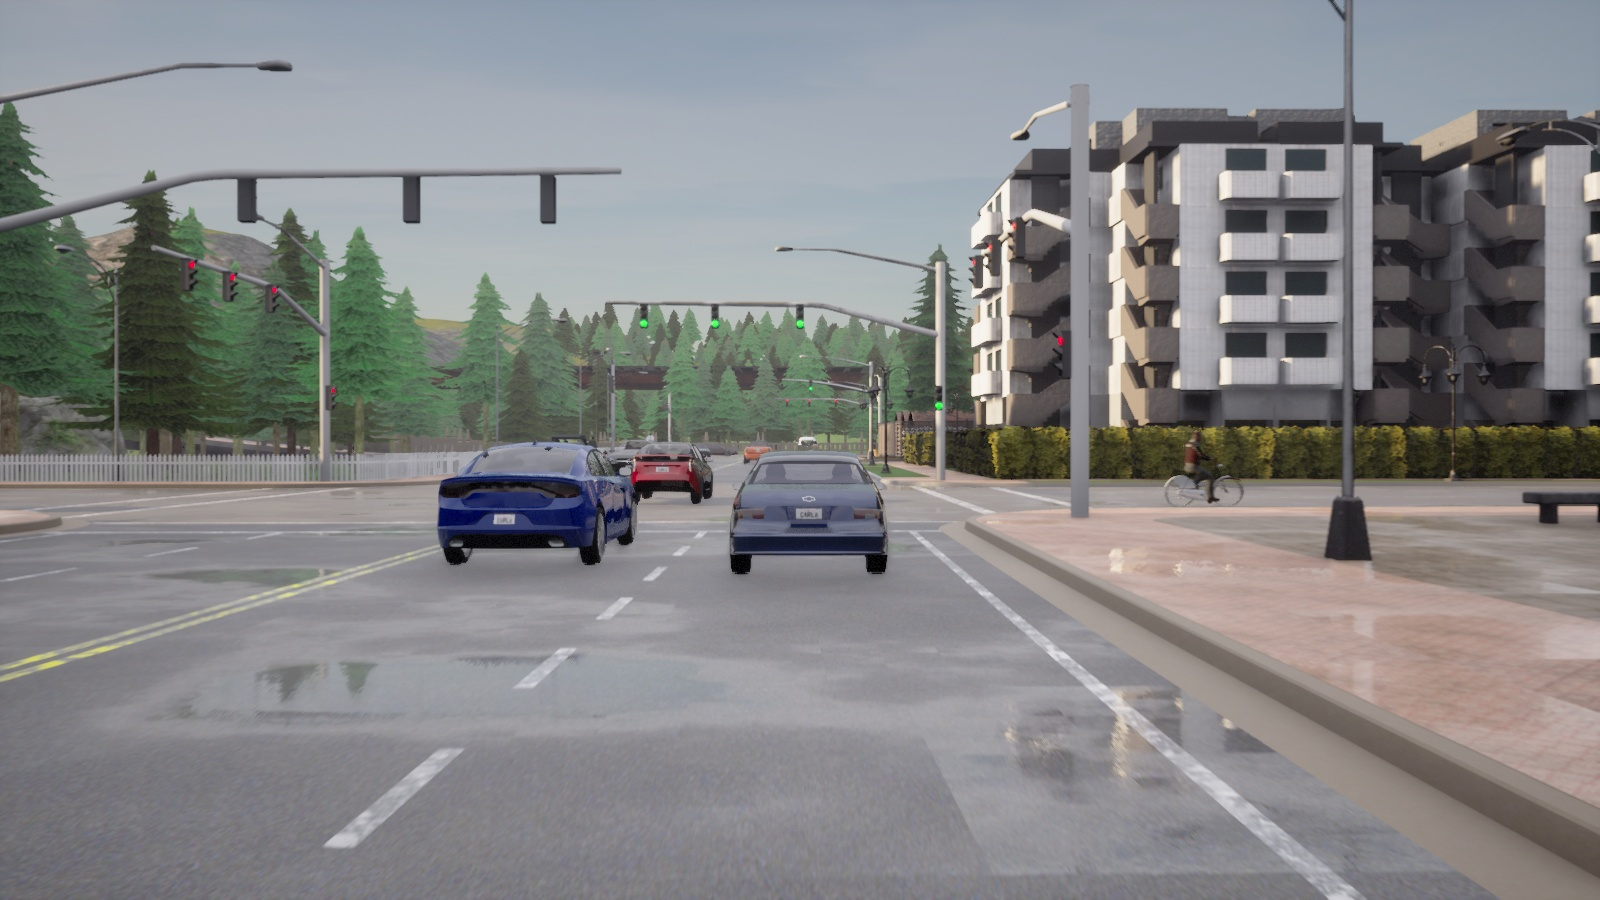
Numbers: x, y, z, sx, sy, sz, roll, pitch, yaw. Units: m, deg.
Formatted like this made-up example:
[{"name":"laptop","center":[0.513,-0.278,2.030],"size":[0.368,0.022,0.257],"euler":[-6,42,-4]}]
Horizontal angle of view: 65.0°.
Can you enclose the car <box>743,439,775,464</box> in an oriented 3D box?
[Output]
[{"name":"car","center":[-2.965,0.086,91.679],"size":[2.097,1.767,4.553],"euler":[0,0,0]}]

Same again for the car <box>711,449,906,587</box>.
[{"name":"car","center":[0.105,0.705,15.768],"size":[2.033,1.411,5.357],"euler":[0,0,0]}]

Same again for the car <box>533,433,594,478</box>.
[{"name":"car","center":[-10.177,0.228,54.353],"size":[1.905,1.878,3.866],"euler":[0,0,0]}]

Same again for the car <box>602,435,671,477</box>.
[{"name":"car","center":[-6.691,0.228,51.823],"size":[2.152,1.651,5.027],"euler":[0,0,0]}]

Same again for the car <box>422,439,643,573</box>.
[{"name":"car","center":[-3.389,0.626,16.939],"size":[1.882,1.535,5.008],"euler":[0,0,0]}]

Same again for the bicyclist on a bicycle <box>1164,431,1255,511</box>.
[{"name":"bicyclist on a bicycle","center":[9.266,0.464,28.439],"size":[1.843,1.776,0.659],"euler":[0,1,-6]}]

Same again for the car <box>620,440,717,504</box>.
[{"name":"car","center":[-3.301,0.508,32.375],"size":[2.007,1.525,4.514],"euler":[0,0,0]}]
